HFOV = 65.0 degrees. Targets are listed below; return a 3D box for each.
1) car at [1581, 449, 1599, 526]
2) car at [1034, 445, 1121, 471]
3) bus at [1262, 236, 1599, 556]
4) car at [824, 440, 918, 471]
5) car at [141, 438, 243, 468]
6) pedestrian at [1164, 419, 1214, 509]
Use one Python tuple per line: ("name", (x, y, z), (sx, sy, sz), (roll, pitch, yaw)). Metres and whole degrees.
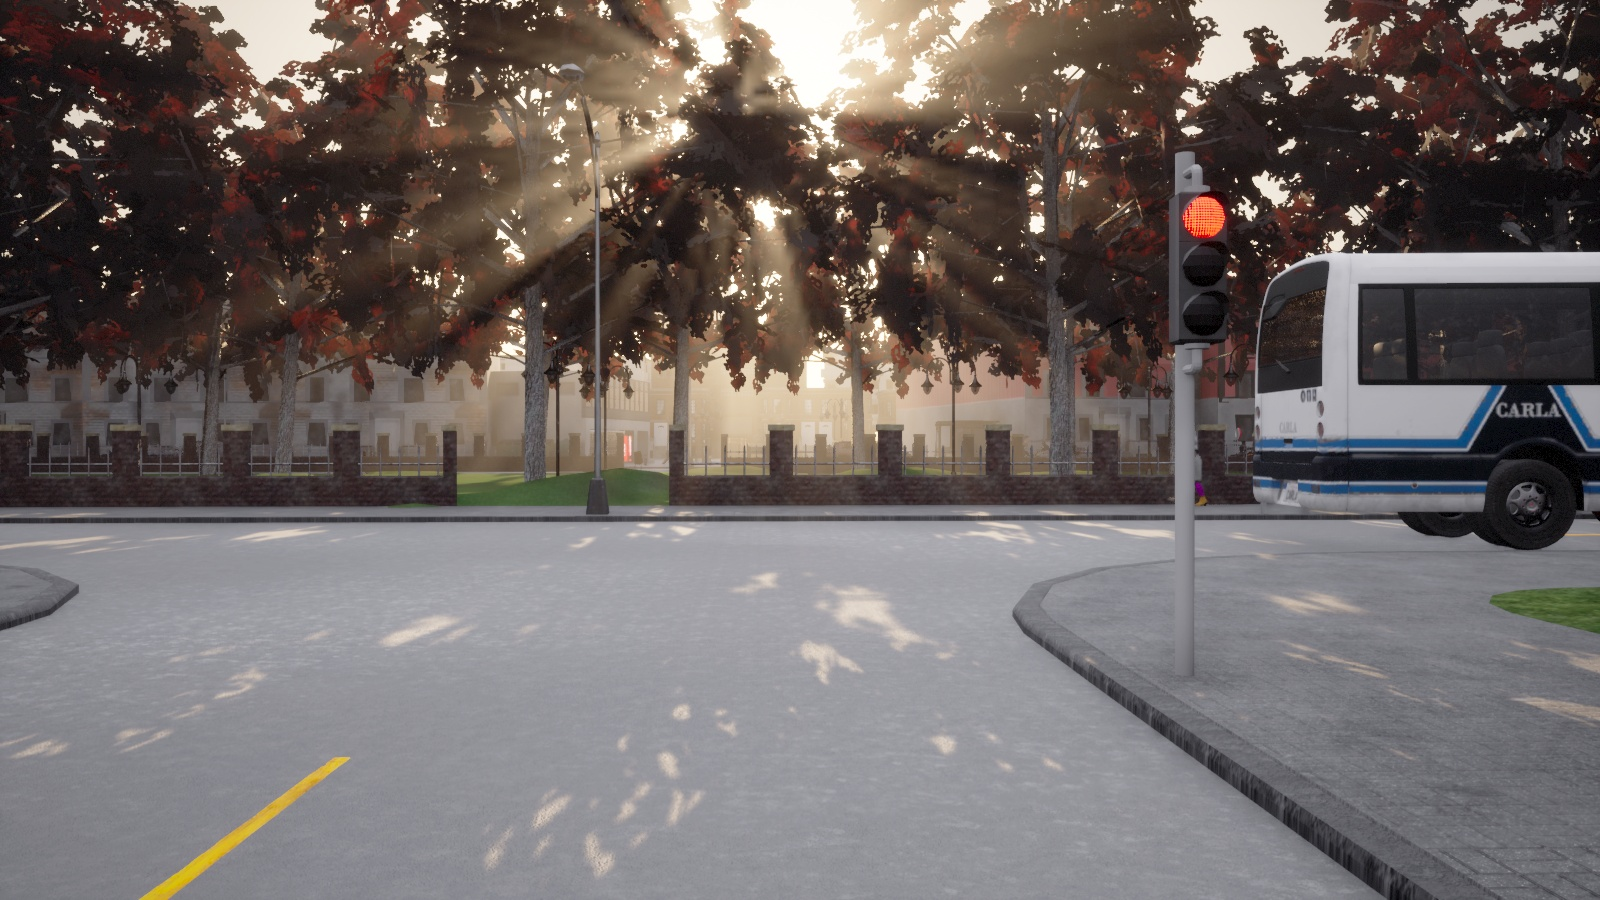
("car", (15.489, 0.687, 22.384), (2.207, 1.376, 1.481), (0, 0, -3))
("car", (14.922, 0.441, 67.646), (4.181, 1.385, 1.994), (0, 0, -2))
("bus", (12.718, -0.725, 18.621), (10.273, 4.253, 3.944), (0, 0, 2))
("car", (3.776, 0.300, 67.302), (4.856, 1.649, 2.033), (0, 0, -2))
("car", (-33.880, 0.168, 70.120), (4.611, 1.667, 2.242), (0, 0, -2))
("pedestrian", (8.508, 0.308, 27.472), (0.873, 1.952, 0.659), (0, 0, 0))
